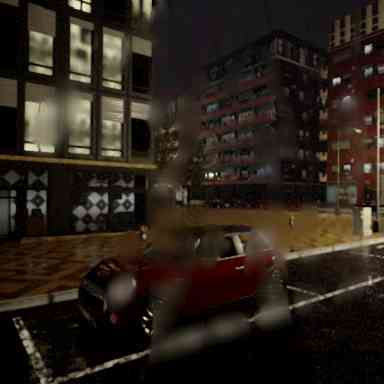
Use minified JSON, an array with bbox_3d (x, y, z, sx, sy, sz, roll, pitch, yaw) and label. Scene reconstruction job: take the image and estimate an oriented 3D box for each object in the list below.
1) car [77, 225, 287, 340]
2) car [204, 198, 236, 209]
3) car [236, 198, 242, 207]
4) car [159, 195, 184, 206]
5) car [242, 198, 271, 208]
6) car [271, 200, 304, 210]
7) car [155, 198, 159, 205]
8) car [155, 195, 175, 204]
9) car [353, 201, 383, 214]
[{"bbox_3d":[-0.068,1.434,6.490,4.097,1.590,1.967,0,1,-35],"label":"car"},{"bbox_3d":[3.426,1.616,45.901,2.008,1.369,4.403,1,-1,-35],"label":"car"},{"bbox_3d":[7.011,1.646,55.361,1.967,1.590,4.097,1,-1,-35],"label":"car"},{"bbox_3d":[-3.109,1.671,55.170,1.887,1.381,4.507,1,-1,-35],"label":"car"},{"bbox_3d":[10.279,1.720,50.726,1.887,1.381,4.507,1,-1,-35],"label":"car"},{"bbox_3d":[13.545,1.726,46.090,1.802,1.307,4.206,1,-1,-35],"label":"car"},{"bbox_3d":[-6.377,1.702,59.805,1.887,1.381,4.507,1,-1,-35],"label":"car"},{"bbox_3d":[-6.060,1.645,73.900,2.192,1.841,5.009,1,-1,-35],"label":"car"},{"bbox_3d":[20.081,1.650,36.822,1.947,1.339,4.313,1,-1,-35],"label":"car"}]
